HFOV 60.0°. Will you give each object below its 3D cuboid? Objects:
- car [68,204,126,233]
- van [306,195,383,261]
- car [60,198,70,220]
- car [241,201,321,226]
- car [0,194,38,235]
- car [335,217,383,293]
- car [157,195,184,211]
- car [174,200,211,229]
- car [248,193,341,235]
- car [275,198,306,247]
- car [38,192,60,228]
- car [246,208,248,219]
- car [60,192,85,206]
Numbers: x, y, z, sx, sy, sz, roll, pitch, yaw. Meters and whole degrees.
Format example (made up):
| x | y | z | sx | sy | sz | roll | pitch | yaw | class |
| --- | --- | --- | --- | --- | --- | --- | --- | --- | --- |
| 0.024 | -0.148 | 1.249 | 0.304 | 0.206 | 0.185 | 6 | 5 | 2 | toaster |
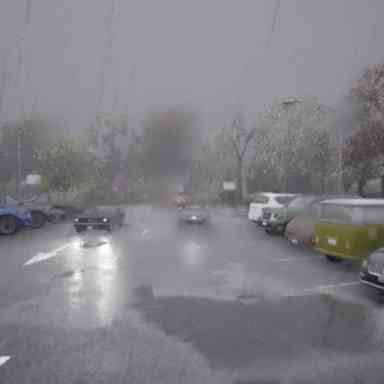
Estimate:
| x | y | z | sx | sy | sz | roll | pitch | yaw | class |
| --- | --- | --- | --- | --- | --- | --- | --- | --- | --- |
| -5.105 | 1.477 | 18.917 | 1.895 | 1.301 | 4.718 | 0 | 0 | 0 | car |
| 6.064 | 1.195 | 10.298 | 4.442 | 1.987 | 1.878 | 1 | 0 | -20 | van |
| -10.969 | 1.369 | 22.490 | 4.792 | 1.488 | 2.163 | -1 | 0 | -20 | car |
| 5.979 | 1.370 | 22.365 | 4.792 | 1.488 | 2.163 | 1 | 0 | -20 | car |
| -10.970 | 1.127 | 16.562 | 5.566 | 2.045 | 2.435 | -1 | 0 | -20 | car |
| 5.958 | 1.441 | 7.232 | 4.892 | 1.521 | 2.231 | 1 | 1 | -20 | car |
| -2.360 | 1.106 | 37.567 | 2.097 | 1.767 | 4.553 | 0 | 0 | -26 | car |
| 0.114 | 1.428 | 20.715 | 1.994 | 1.385 | 4.181 | 0 | 0 | 0 | car |
| 5.939 | 1.129 | 16.279 | 5.566 | 2.045 | 2.435 | 1 | 1 | -20 | car |
| 5.990 | 1.275 | 13.282 | 4.553 | 1.767 | 2.185 | 1 | 1 | -20 | car |
| -10.966 | 1.107 | 19.522 | 5.566 | 2.045 | 2.435 | -1 | 0 | -20 | car |
| 5.982 | 1.109 | 19.339 | 5.566 | 2.045 | 2.435 | 1 | 0 | -20 | car |
| -11.008 | 1.069 | 25.406 | 5.566 | 2.045 | 2.435 | -1 | 1 | -20 | car |
